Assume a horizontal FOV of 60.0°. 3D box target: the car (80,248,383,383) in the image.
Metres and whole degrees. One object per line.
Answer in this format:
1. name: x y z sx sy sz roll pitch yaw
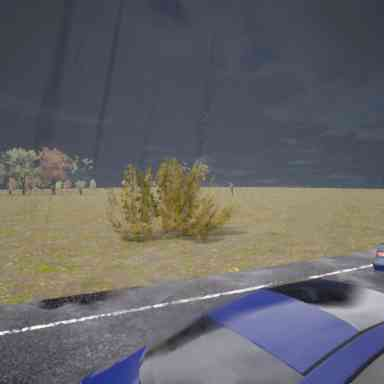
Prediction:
1. car: 1.357 1.526 2.803 4.674 1.442 1.812 0 0 -29

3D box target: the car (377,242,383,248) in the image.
1. car: 6.773 1.549 9.298 5.357 1.411 2.033 0 0 -45
